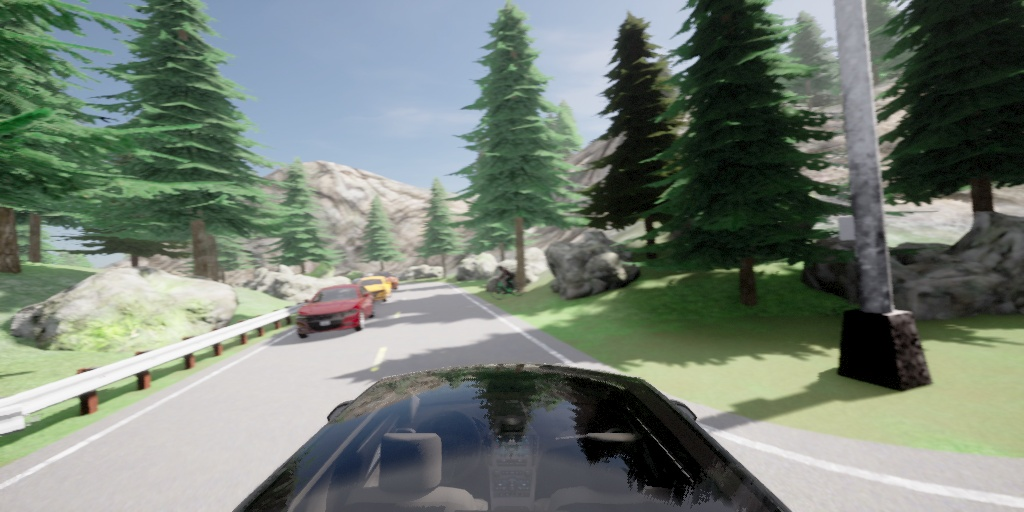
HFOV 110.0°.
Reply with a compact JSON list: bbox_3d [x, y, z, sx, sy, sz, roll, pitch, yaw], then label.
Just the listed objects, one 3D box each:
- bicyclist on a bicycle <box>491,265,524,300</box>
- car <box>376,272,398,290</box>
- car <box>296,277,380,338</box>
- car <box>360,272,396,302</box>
[{"bbox_3d":[-0.285,1.243,17.331,1.656,1.620,0.582,-9,-2,-15],"label":"bicyclist on a bicycle"},{"bbox_3d":[-11.556,2.205,32.029,2.097,1.767,4.553,-5,0,-26],"label":"car"},{"bbox_3d":[-6.259,1.811,13.160,1.882,1.535,5.008,-5,0,-15],"label":"car"},{"bbox_3d":[-8.649,2.048,22.362,1.882,1.535,5.008,-5,0,-15],"label":"car"}]
